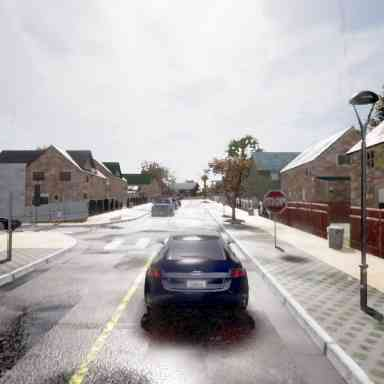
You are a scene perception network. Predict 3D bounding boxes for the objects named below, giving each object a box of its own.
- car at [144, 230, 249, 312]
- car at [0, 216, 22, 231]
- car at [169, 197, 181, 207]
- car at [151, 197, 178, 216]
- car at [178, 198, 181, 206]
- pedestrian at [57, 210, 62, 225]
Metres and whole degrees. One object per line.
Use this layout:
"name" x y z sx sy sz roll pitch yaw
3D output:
"car" 0.093 1.574 7.798 1.994 1.385 4.181 0 0 0
"car" -12.276 1.686 19.442 4.181 1.385 1.994 -1 -3 4
"car" -2.848 1.670 57.280 1.882 1.535 5.008 0 0 0
"car" -2.857 1.432 33.507 2.097 1.767 4.553 0 0 0
"car" -2.854 1.628 44.661 1.837 1.490 4.892 0 0 0
"pedestrian" -9.917 1.856 24.844 0.500 1.100 0.500 0 -2 5
